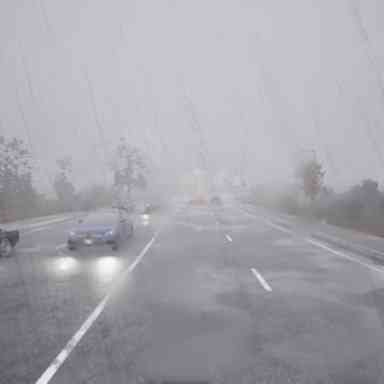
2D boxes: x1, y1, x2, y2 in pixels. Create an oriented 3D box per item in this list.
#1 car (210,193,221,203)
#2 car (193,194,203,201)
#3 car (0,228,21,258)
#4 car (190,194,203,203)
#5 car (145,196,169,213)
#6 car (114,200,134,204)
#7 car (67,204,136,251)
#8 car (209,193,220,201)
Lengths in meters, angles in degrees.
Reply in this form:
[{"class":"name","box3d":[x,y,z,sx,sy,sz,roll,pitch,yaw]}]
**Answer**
[{"class":"car","box3d":[4.222,1.209,60.494,1.837,1.490,4.892,0,0,3]},{"class":"car","box3d":[1.331,1.077,70.962,1.994,1.385,4.181,0,0,4]},{"class":"car","box3d":[-7.104,1.555,9.737,1.895,1.301,4.718,0,0,0]},{"class":"car","box3d":[0.744,1.055,61.009,2.097,1.767,4.553,0,0,3]},{"class":"car","box3d":[-3.471,1.242,33.698,2.097,1.767,4.553,0,0,0]},{"class":"car","box3d":[-6.971,1.494,33.668,1.895,1.301,4.718,0,0,0]},{"class":"car","box3d":[-3.593,1.459,13.906,1.812,1.442,4.674,0,0,0]},{"class":"car","box3d":[4.822,1.018,70.707,2.128,1.511,4.902,0,0,4]}]
